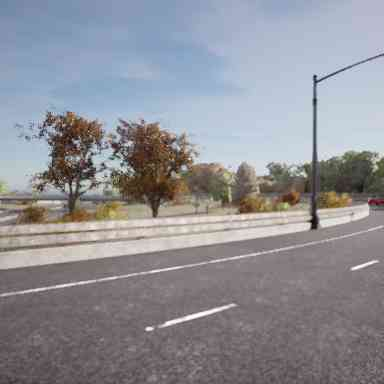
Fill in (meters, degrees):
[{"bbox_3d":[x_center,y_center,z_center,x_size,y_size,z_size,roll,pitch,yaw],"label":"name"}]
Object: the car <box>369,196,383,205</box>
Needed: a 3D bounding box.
[{"bbox_3d":[42.352,2.012,75.698,2.150,2.045,5.566,0,0,6],"label":"car"}]
